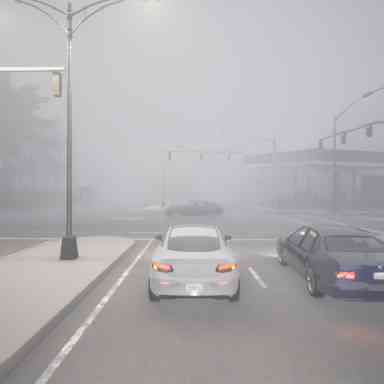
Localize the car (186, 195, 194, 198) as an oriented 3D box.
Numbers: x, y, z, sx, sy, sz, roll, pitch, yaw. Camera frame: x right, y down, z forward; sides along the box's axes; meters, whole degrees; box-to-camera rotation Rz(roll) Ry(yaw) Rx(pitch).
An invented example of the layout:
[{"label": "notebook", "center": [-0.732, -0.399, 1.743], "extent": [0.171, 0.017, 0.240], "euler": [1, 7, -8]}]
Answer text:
[{"label": "car", "center": [-0.434, 1.416, 72.766], "extent": [1.812, 1.442, 4.674], "euler": [0, 0, 0]}]

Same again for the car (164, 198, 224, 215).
[{"label": "car", "center": [0.190, 1.452, 27.485], "extent": [4.902, 1.511, 2.128], "euler": [0, 0, 1]}]

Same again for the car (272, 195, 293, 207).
[{"label": "car", "center": [12.926, 1.253, 47.770], "extent": [2.242, 1.667, 4.611], "euler": [0, 0, 0]}]

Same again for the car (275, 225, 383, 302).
[{"label": "car", "center": [3.518, 1.544, 8.454], "extent": [2.033, 1.411, 5.357], "euler": [0, 0, 3]}]

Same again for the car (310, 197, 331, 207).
[{"label": "car", "center": [18.666, 1.425, 48.567], "extent": [1.970, 1.475, 3.806], "euler": [0, 0, 0]}]

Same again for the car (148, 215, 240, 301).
[{"label": "car", "center": [0.039, 1.515, 8.149], "extent": [1.812, 1.442, 4.674], "euler": [0, 0, 0]}]
